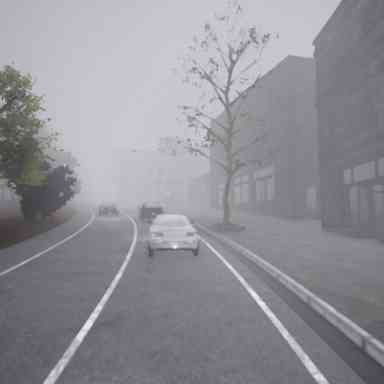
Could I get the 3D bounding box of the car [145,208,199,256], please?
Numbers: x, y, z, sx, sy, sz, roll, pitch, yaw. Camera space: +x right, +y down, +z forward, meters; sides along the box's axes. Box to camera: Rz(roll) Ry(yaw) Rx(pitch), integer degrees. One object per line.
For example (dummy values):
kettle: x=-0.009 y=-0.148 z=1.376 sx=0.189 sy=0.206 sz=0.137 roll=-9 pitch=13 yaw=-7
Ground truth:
car: x=-0.832 y=1.594 z=13.436 sx=1.812 sy=1.442 sz=4.674 roll=1 pitch=0 yaw=-7

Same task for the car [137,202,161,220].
car: x=-3.765 y=1.651 z=29.581 sx=1.882 sy=1.535 sz=5.008 roll=1 pitch=-1 yaw=-14

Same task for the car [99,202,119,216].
car: x=-8.422 y=1.719 z=33.642 sx=1.895 sy=1.301 sz=4.718 roll=2 pitch=-1 yaw=-17
